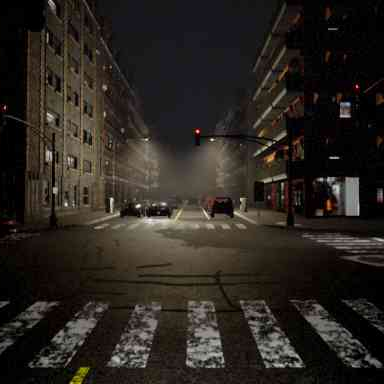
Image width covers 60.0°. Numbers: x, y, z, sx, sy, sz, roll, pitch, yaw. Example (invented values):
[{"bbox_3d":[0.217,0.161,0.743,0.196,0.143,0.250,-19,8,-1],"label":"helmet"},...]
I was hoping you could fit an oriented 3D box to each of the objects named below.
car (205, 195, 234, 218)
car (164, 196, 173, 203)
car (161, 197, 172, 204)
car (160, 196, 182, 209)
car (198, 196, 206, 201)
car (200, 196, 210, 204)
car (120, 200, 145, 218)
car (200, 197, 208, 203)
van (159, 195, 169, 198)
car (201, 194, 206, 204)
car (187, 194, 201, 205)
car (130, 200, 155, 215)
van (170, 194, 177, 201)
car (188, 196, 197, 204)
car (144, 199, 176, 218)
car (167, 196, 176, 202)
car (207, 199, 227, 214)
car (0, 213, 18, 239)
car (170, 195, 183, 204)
[{"bbox_3d":[2.629,1.326,30.144,2.192,1.841,5.009,1,0,0],"label":"car"},{"bbox_3d":[-5.195,1.671,74.434,1.752,1.417,4.829,1,0,0],"label":"car"},{"bbox_3d":[-5.203,1.667,69.042,2.008,1.369,4.403,1,0,0],"label":"car"},{"bbox_3d":[-2.777,1.574,44.872,2.033,1.411,5.357,0,0,0],"label":"car"},{"bbox_3d":[2.709,1.814,91.318,1.947,1.339,4.313,1,0,0],"label":"car"},{"bbox_3d":[2.679,1.557,69.067,1.967,1.590,4.097,1,0,0],"label":"car"},{"bbox_3d":[-5.255,1.577,30.109,1.947,1.339,4.313,1,0,0],"label":"car"},{"bbox_3d":[2.685,1.729,74.626,1.802,1.307,4.206,1,0,0],"label":"car"},{"bbox_3d":[-5.206,1.428,63.478,1.690,1.788,3.998,1,0,0],"label":"van"},{"bbox_3d":[2.644,1.336,41.269,2.192,1.841,5.009,1,0,0],"label":"car"},{"bbox_3d":[0.192,1.550,59.889,1.882,1.535,5.008,0,0,0],"label":"car"},{"bbox_3d":[-5.247,1.581,35.671,1.947,1.339,4.313,1,0,0],"label":"car"},{"bbox_3d":[-5.168,1.589,91.298,1.690,1.788,3.998,1,0,0],"label":"van"},{"bbox_3d":[0.173,1.601,70.329,1.882,1.535,5.008,0,0,0],"label":"car"},{"bbox_3d":[-2.803,1.575,29.696,1.994,1.385,4.181,0,0,0],"label":"car"},{"bbox_3d":[-5.179,1.764,85.733,2.008,1.369,4.403,1,0,0],"label":"car"},{"bbox_3d":[2.633,1.540,35.873,1.752,1.417,4.829,1,0,0],"label":"car"},{"bbox_3d":[-10.821,1.576,15.456,4.892,1.490,1.837,0,1,-11],"label":"car"},{"bbox_3d":[-2.675,1.561,62.602,1.882,1.535,5.008,0,-1,0],"label":"car"}]
